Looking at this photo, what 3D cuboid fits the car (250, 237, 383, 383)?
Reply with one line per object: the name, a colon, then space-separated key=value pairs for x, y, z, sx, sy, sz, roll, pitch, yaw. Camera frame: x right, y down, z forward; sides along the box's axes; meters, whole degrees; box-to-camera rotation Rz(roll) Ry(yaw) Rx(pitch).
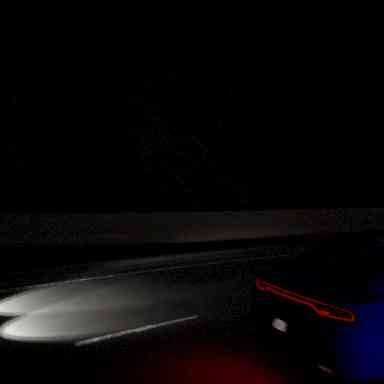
car: x=3.241 y=1.453 z=5.203 sx=5.008 sy=1.535 sz=1.882 roll=0 pitch=0 yaw=-28
